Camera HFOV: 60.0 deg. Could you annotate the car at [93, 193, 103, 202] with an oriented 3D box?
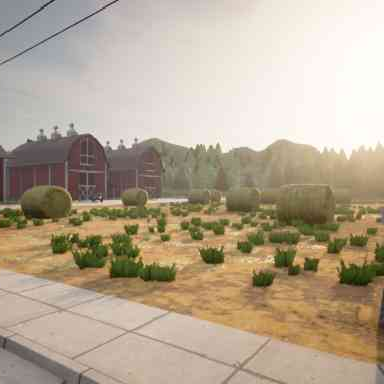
[{"bbox_3d":[-19.659,1.125,69.800,1.905,1.878,3.866,6,1,-10],"label":"car"}]
